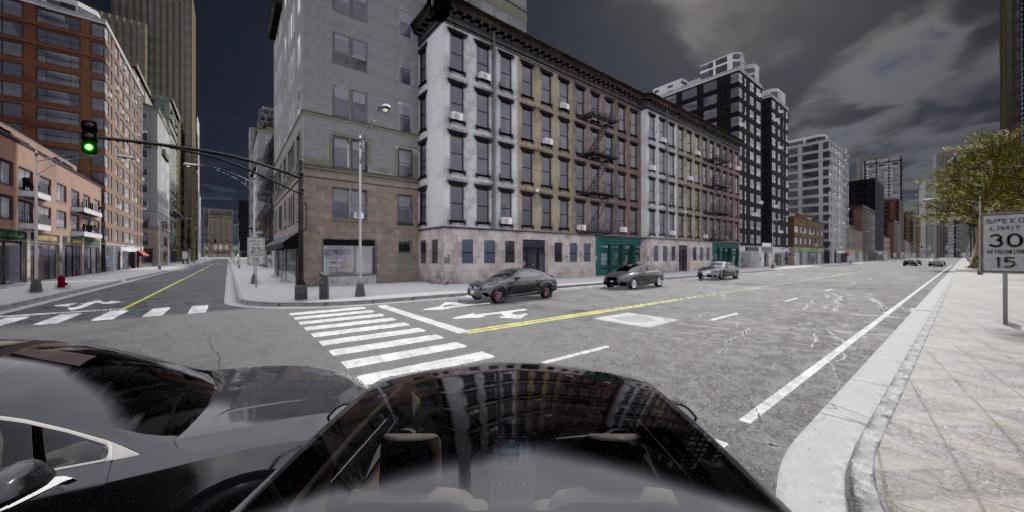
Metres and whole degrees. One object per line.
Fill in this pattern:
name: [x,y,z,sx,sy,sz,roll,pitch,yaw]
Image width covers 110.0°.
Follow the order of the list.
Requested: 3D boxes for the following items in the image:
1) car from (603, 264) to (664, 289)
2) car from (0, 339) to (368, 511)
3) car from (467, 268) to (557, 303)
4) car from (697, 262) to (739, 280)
car: [7.875,1.258,22.993,4.892,1.490,1.837,0,0,-38]
car: [-3.206,1.257,1.906,4.892,1.490,1.837,0,0,-34]
car: [0.124,1.288,16.846,4.674,1.442,1.812,0,0,-38]
car: [17.733,1.235,30.794,4.902,1.511,2.128,0,0,-38]
